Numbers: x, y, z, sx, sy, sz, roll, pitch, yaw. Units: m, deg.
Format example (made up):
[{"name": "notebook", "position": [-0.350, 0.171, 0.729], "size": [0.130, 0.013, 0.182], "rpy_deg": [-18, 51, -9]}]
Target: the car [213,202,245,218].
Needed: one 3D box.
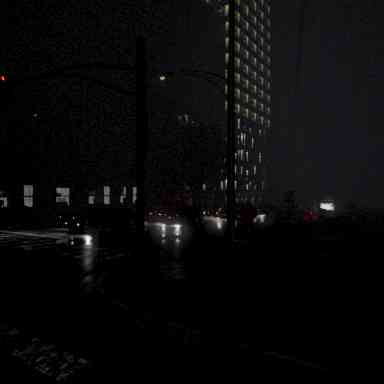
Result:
[{"name": "car", "position": [4.806, 1.998, 38.590], "size": [2.097, 1.767, 4.553], "rpy_deg": [0, -1, 33]}]

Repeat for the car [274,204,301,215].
[{"name": "car", "position": [13.650, 2.395, 46.054], "size": [2.033, 1.411, 5.357], "rpy_deg": [0, -1, 33]}]

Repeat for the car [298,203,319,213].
[{"name": "car", "position": [19.181, 2.576, 54.718], "size": [2.033, 1.411, 5.357], "rpy_deg": [0, -1, 33]}]

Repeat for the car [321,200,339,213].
[{"name": "car", "position": [21.931, 2.254, 52.985], "size": [2.150, 2.045, 5.566], "rpy_deg": [0, -1, 33]}]

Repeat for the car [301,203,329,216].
[{"name": "car", "position": [16.517, 2.456, 44.499], "size": [1.895, 1.301, 4.718], "rpy_deg": [0, -1, 33]}]

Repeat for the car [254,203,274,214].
[{"name": "car", "position": [10.331, 2.319, 47.098], "size": [2.128, 1.511, 4.902], "rpy_deg": [0, -1, 33]}]

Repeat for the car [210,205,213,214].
[{"name": "car", "position": [3.151, 2.278, 42.016], "size": [1.895, 1.301, 4.718], "rpy_deg": [0, -1, 33]}]

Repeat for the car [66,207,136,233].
[{"name": "car", "position": [-5.652, 1.805, 22.384], "size": [1.837, 1.490, 4.892], "rpy_deg": [0, -1, 33]}]

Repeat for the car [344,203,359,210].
[{"name": "car", "position": [31.493, 2.837, 65.718], "size": [1.812, 1.442, 4.674], "rpy_deg": [0, -1, 33]}]

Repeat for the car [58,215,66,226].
[{"name": "car", "position": [-7.669, 1.921, 25.250], "size": [1.895, 1.301, 4.718], "rpy_deg": [0, -1, 33]}]

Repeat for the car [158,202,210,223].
[{"name": "car", "position": [-0.597, 1.972, 30.221], "size": [1.837, 1.490, 4.892], "rpy_deg": [0, -1, 33]}]

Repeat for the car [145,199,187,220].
[{"name": "car", "position": [-2.375, 1.717, 33.462], "size": [2.150, 2.045, 5.566], "rpy_deg": [0, -1, 33]}]

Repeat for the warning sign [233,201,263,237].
[{"name": "warning sign", "position": [3.139, 1.454, 18.545], "size": [1.300, 1.860, 1.060], "rpy_deg": [1, 1, 33]}]
